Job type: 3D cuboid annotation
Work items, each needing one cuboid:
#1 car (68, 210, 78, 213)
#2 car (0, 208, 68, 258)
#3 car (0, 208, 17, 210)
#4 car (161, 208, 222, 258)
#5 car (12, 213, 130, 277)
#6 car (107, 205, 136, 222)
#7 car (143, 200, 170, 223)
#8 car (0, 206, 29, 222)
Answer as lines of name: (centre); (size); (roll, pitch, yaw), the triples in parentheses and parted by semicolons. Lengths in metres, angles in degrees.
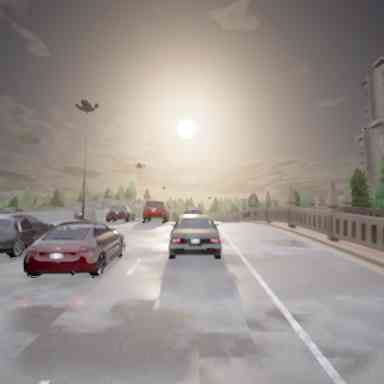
car: (-14.077, 2.796, 38.549); (1.994, 1.385, 4.181); (0, -6, 0)
car: (-6.897, 1.569, 12.825); (2.033, 1.411, 5.357); (0, 0, 0)
car: (-17.591, 2.082, 29.703); (2.033, 1.411, 5.357); (0, -4, 0)
car: (0.103, 1.569, 12.778); (2.033, 1.411, 5.357); (0, 0, 0)
car: (-3.397, 1.581, 10.347); (1.994, 1.385, 4.181); (0, 0, 0)
car: (-6.892, 2.086, 32.661); (2.097, 1.767, 4.553); (0, -4, 0)
car: (-3.392, 1.913, 32.084); (2.150, 2.045, 5.566); (0, -4, 0)
car: (-21.074, 2.589, 38.613); (2.097, 1.767, 4.553); (0, -5, 0)
